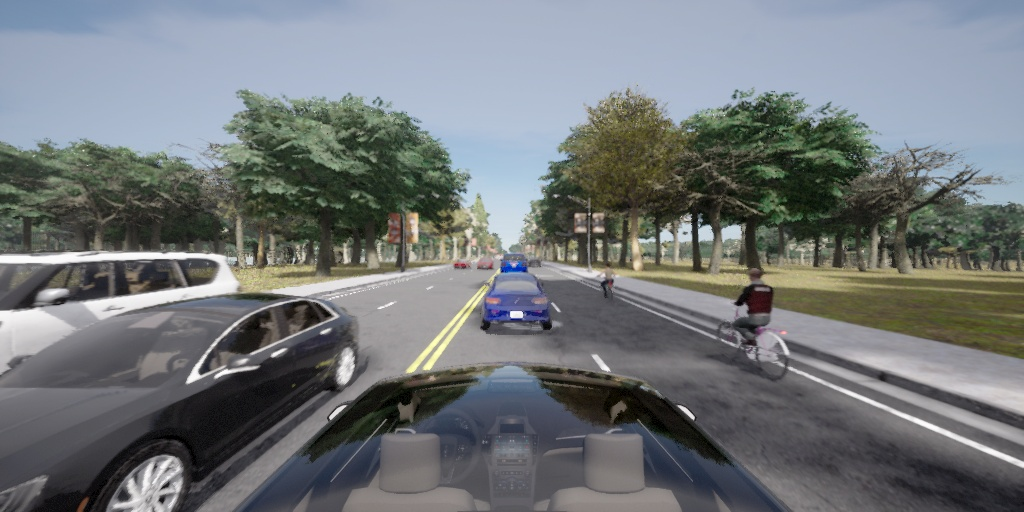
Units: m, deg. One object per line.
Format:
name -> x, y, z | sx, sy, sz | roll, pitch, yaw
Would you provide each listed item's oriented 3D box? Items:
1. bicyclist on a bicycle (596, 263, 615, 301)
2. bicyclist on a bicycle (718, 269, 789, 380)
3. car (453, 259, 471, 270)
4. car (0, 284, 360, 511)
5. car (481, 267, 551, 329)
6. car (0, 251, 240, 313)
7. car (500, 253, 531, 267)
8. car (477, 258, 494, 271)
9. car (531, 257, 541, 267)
bicyclist on a bicycle -> 4.152, 1.106, 15.610 | 0.866, 1.612, 1.509 | 0, 0, 0
bicyclist on a bicycle -> 4.150, 1.097, 6.323 | 0.659, 1.776, 1.843 | 0, 0, 0
car -> -6.488, 1.087, 46.915 | 1.895, 1.301, 4.718 | 0, 0, 0
car -> -3.348, 1.238, 3.880 | 1.837, 1.490, 4.892 | 0, 0, 0
car -> 0.115, 1.220, 10.859 | 1.812, 1.442, 4.674 | 0, 0, 0
car -> -6.595, 0.943, 5.115 | 2.150, 2.045, 5.566 | 0, 0, 0
car -> 0.157, 0.803, 29.659 | 2.150, 2.045, 5.566 | 0, 0, 0
car -> -3.246, 0.978, 44.752 | 1.882, 1.535, 5.008 | 0, 0, 0
car -> 3.467, 0.961, 56.252 | 1.837, 1.490, 4.892 | 0, 0, 0
